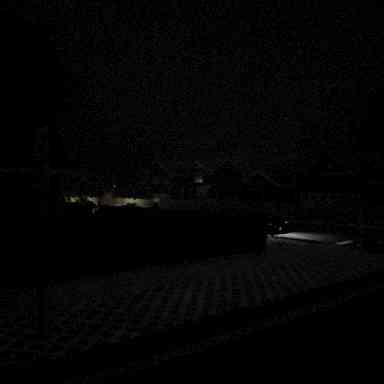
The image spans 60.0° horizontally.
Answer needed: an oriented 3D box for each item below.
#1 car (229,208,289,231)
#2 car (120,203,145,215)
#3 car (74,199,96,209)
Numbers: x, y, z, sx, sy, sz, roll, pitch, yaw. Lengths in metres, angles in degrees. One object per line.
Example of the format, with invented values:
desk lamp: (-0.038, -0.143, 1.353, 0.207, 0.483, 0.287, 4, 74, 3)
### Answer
car: (3.612, 1.768, 21.586, 2.033, 1.411, 5.357, -1, 0, -36)
car: (-6.321, 1.875, 35.450, 1.994, 1.385, 4.181, -1, 0, -36)
car: (-15.848, 1.731, 48.892, 2.033, 1.411, 5.357, -1, 0, -36)
